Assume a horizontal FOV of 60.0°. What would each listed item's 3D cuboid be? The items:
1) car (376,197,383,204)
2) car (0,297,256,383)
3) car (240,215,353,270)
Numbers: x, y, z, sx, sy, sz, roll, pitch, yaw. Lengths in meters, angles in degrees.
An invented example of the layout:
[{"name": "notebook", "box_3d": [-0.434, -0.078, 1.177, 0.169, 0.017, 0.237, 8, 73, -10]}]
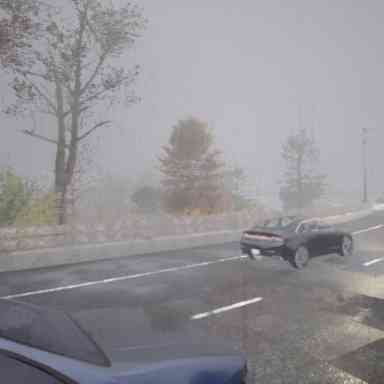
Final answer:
[{"name": "car", "box_3d": [37.042, 1.626, 64.105, 1.812, 1.442, 4.674, 0, 0, 13]}, {"name": "car", "box_3d": [-2.011, 1.580, 2.385, 5.357, 1.411, 2.033, 0, -1, -35]}, {"name": "car", "box_3d": [3.750, 1.562, 11.446, 4.902, 1.511, 2.128, 0, 0, -40]}]
